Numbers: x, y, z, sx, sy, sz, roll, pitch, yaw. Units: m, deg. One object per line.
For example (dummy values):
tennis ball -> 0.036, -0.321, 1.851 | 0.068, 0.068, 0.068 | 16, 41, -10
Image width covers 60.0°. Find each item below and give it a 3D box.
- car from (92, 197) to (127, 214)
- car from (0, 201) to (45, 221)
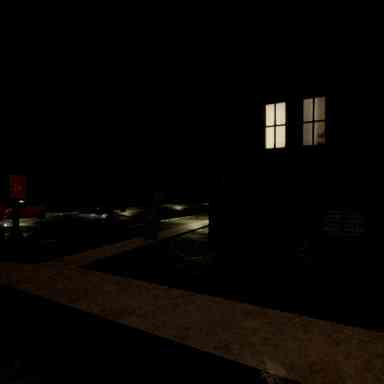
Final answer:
car -> -10.616, 1.669, 43.297 | 2.150, 2.045, 5.566 | 1, 0, 19
car -> -15.275, 1.589, 29.478 | 2.097, 1.767, 4.553 | 1, -1, 18
